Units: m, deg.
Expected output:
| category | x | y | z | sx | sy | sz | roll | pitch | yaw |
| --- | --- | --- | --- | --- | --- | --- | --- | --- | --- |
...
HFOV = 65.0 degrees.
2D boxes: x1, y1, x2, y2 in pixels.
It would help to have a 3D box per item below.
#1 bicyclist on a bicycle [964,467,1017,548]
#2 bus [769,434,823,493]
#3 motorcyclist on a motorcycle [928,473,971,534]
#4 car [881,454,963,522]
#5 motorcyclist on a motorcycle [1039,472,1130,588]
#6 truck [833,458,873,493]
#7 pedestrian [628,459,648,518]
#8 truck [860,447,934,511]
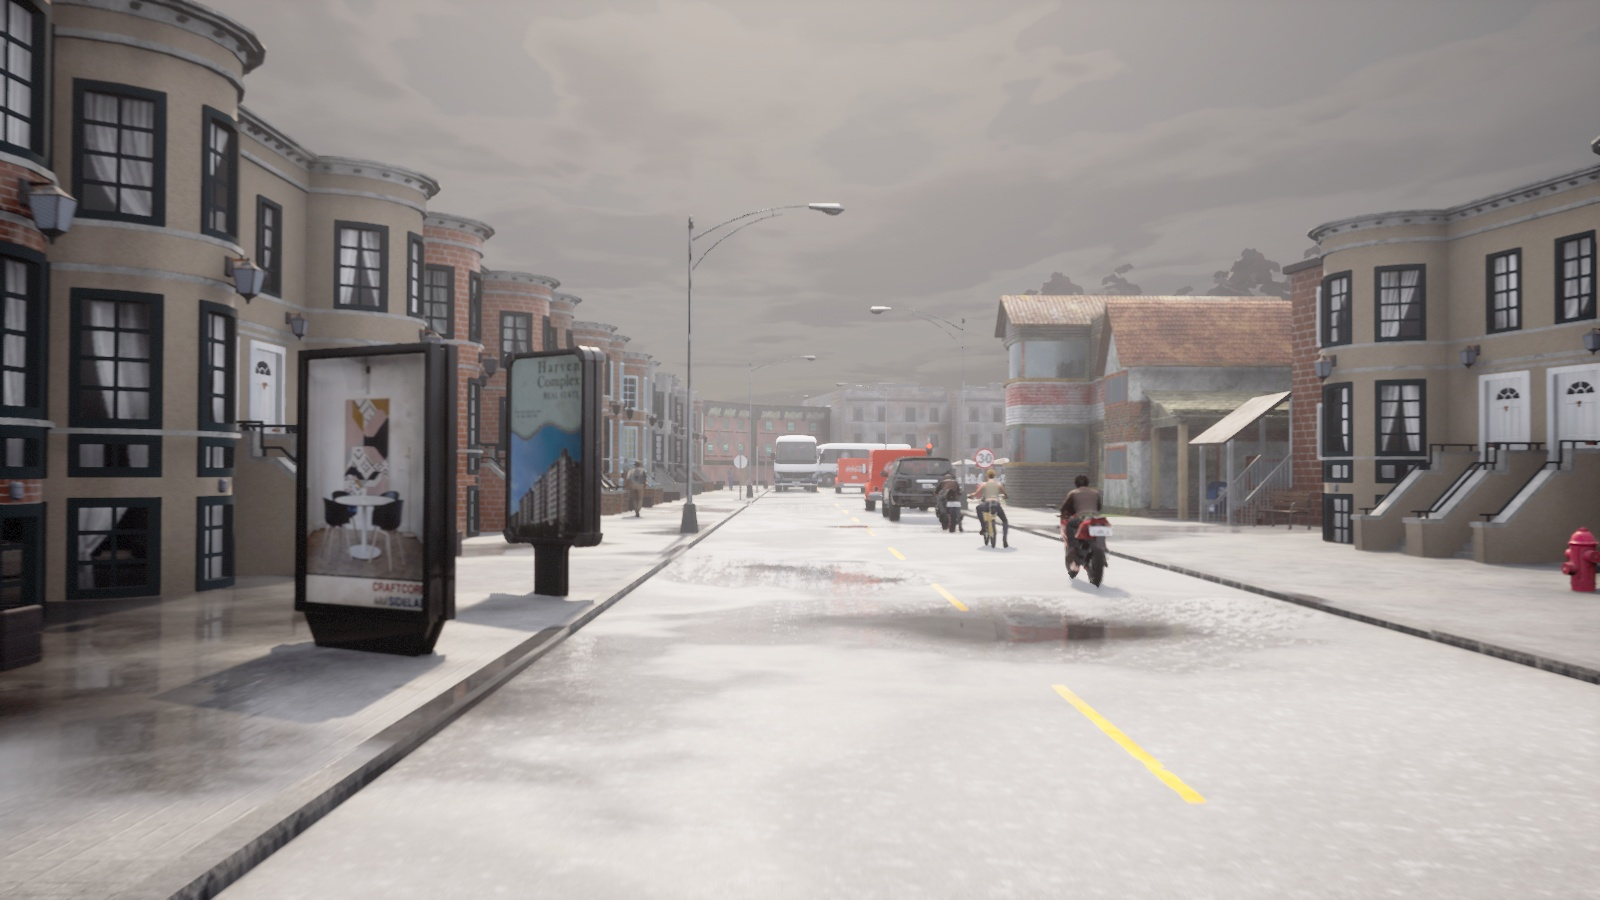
| category | x | y | z | sx | sy | sz | roll | pitch | yaw |
| --- | --- | --- | --- | --- | --- | --- | --- | --- | --- |
| bicyclist on a bicycle | 3.934 | 1.171 | 26.047 | 0.866 | 1.612 | 1.509 | 0 | -1 | 0 |
| bus | -0.246 | 1.048 | 96.137 | 3.944 | 4.253 | 10.273 | 0 | -1 | 0 |
| motorcyclist on a motorcycle | 3.922 | 1.389 | 33.146 | 0.866 | 1.530 | 2.191 | 0 | -1 | 0 |
| car | 3.902 | 1.207 | 41.134 | 2.150 | 2.045 | 5.566 | 0 | -1 | 0 |
| motorcyclist on a motorcycle | 3.959 | 1.076 | 17.626 | 0.797 | 1.523 | 2.044 | 0 | -1 | 0 |
| truck | 3.768 | 1.830 | 90.655 | 2.627 | 2.467 | 5.204 | 0 | -1 | -1 |
| pedestrian | -5.078 | 1.205 | 39.435 | 0.540 | 1.848 | 0.694 | 0 | -1 | -1 |
| truck | 3.873 | 1.170 | 51.248 | 2.627 | 2.467 | 5.204 | 0 | -1 | 0 |
